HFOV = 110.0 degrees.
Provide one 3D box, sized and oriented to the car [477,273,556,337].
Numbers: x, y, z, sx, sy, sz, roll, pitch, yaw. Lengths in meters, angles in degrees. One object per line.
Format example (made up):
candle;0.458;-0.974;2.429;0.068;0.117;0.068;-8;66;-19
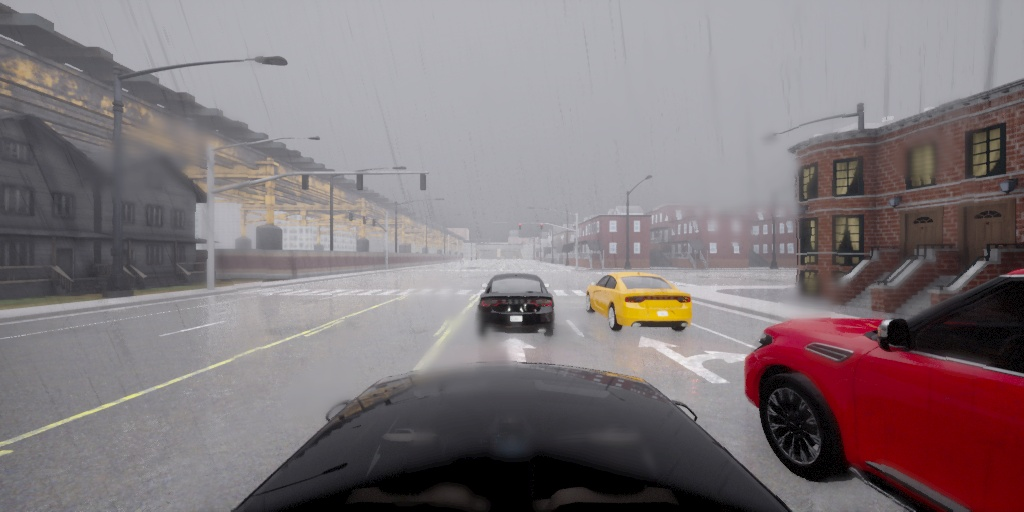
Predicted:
car;0.107;1.228;10.353;1.882;1.535;5.008;0;0;0

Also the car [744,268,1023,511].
car;3.598;0.971;1.530;2.150;2.045;5.566;0;0;0

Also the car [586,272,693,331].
car;3.609;1.228;11.055;1.882;1.535;5.008;0;0;0
